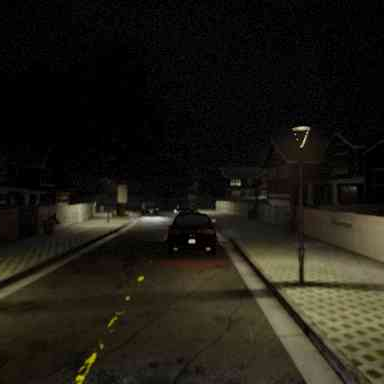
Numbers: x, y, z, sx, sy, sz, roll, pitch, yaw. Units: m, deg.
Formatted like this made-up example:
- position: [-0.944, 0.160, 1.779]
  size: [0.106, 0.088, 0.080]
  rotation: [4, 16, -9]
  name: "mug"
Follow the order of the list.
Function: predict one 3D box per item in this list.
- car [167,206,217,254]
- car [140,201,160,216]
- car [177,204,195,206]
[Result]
- position: [0.016, 1.611, 14.240]
  size: [1.882, 1.535, 5.008]
  rotation: [0, 0, 0]
  name: "car"
- position: [-4.716, 1.814, 37.122]
  size: [2.128, 1.511, 4.902]
  rotation: [0, -1, -11]
  name: "car"
- position: [-0.558, 1.746, 28.595]
  size: [2.128, 1.511, 4.902]
  rotation: [0, 0, -6]
  name: "car"
